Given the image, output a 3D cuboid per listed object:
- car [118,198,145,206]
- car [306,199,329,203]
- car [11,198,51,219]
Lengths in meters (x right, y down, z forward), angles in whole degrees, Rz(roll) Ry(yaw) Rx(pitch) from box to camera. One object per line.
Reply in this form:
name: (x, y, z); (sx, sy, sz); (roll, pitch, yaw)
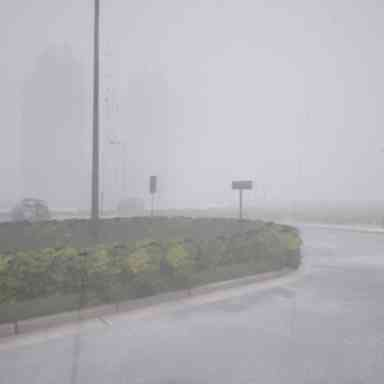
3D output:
car: (-7.761, 1.623, 42.331); (2.242, 1.667, 4.611); (1, 0, -36)
car: (21.437, 1.961, 57.259); (1.994, 1.385, 4.181); (1, 0, -35)
car: (-11.343, 1.344, 23.377); (1.932, 1.855, 4.605); (1, 0, -36)
